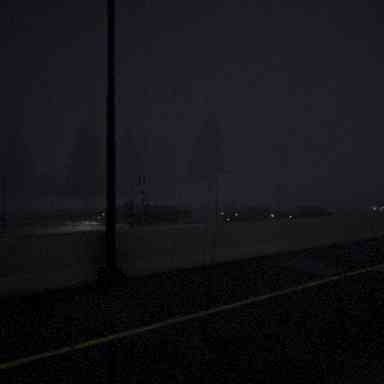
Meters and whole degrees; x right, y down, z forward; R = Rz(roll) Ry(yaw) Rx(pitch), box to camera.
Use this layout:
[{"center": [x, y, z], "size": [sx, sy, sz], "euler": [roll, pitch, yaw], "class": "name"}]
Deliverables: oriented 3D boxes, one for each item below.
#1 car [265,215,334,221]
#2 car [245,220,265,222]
[{"center": [7.370, 1.594, 22.130], "size": [4.718, 1.301, 1.895], "euler": [0, 0, -35], "class": "car"}, {"center": [4.317, 1.593, 24.252], "size": [4.718, 1.301, 1.895], "euler": [0, 0, -35], "class": "car"}]
